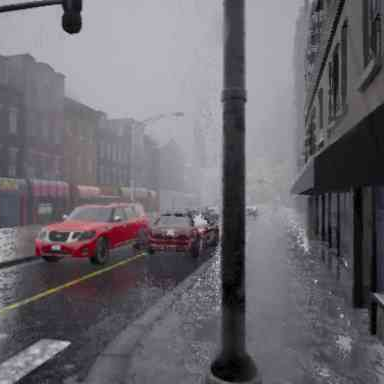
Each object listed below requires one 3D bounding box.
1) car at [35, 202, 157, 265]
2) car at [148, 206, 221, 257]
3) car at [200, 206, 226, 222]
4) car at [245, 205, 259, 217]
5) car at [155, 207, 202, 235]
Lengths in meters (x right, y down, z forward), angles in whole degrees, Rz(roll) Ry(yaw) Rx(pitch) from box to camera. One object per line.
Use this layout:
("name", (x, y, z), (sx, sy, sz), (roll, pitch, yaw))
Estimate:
("car", (-3.534, 1.446, 13.065), (2.150, 2.045, 5.566), (0, -1, 15))
("car", (-0.210, 1.614, 14.354), (2.097, 1.767, 4.553), (0, -1, 16))
("car", (2.292, 2.202, 34.608), (1.812, 1.442, 4.674), (0, -1, 16))
("car", (7.157, 2.361, 41.542), (1.812, 1.442, 4.674), (0, -1, 16))
("car", (-0.806, 1.913, 23.169), (1.882, 1.535, 5.008), (0, -1, 15))
